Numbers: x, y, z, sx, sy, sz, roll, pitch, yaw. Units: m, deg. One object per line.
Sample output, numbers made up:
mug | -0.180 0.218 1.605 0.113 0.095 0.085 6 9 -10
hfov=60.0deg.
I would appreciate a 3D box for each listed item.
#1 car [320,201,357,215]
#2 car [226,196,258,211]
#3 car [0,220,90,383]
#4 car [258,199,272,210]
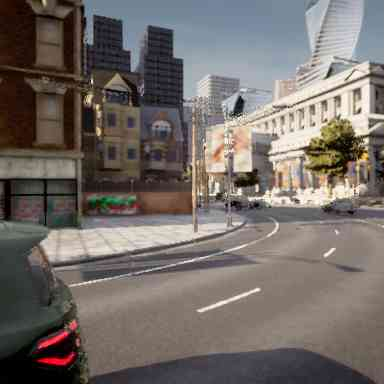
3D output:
car | 16.029 1.741 36.663 2.033 1.411 5.357 0 0 -2
car | 6.791 1.564 47.528 2.150 2.045 5.566 0 0 -18
car | -3.403 1.261 1.661 5.566 2.045 2.150 0 0 -34
car | 9.935 1.826 49.113 2.128 1.511 4.902 0 -1 -18
